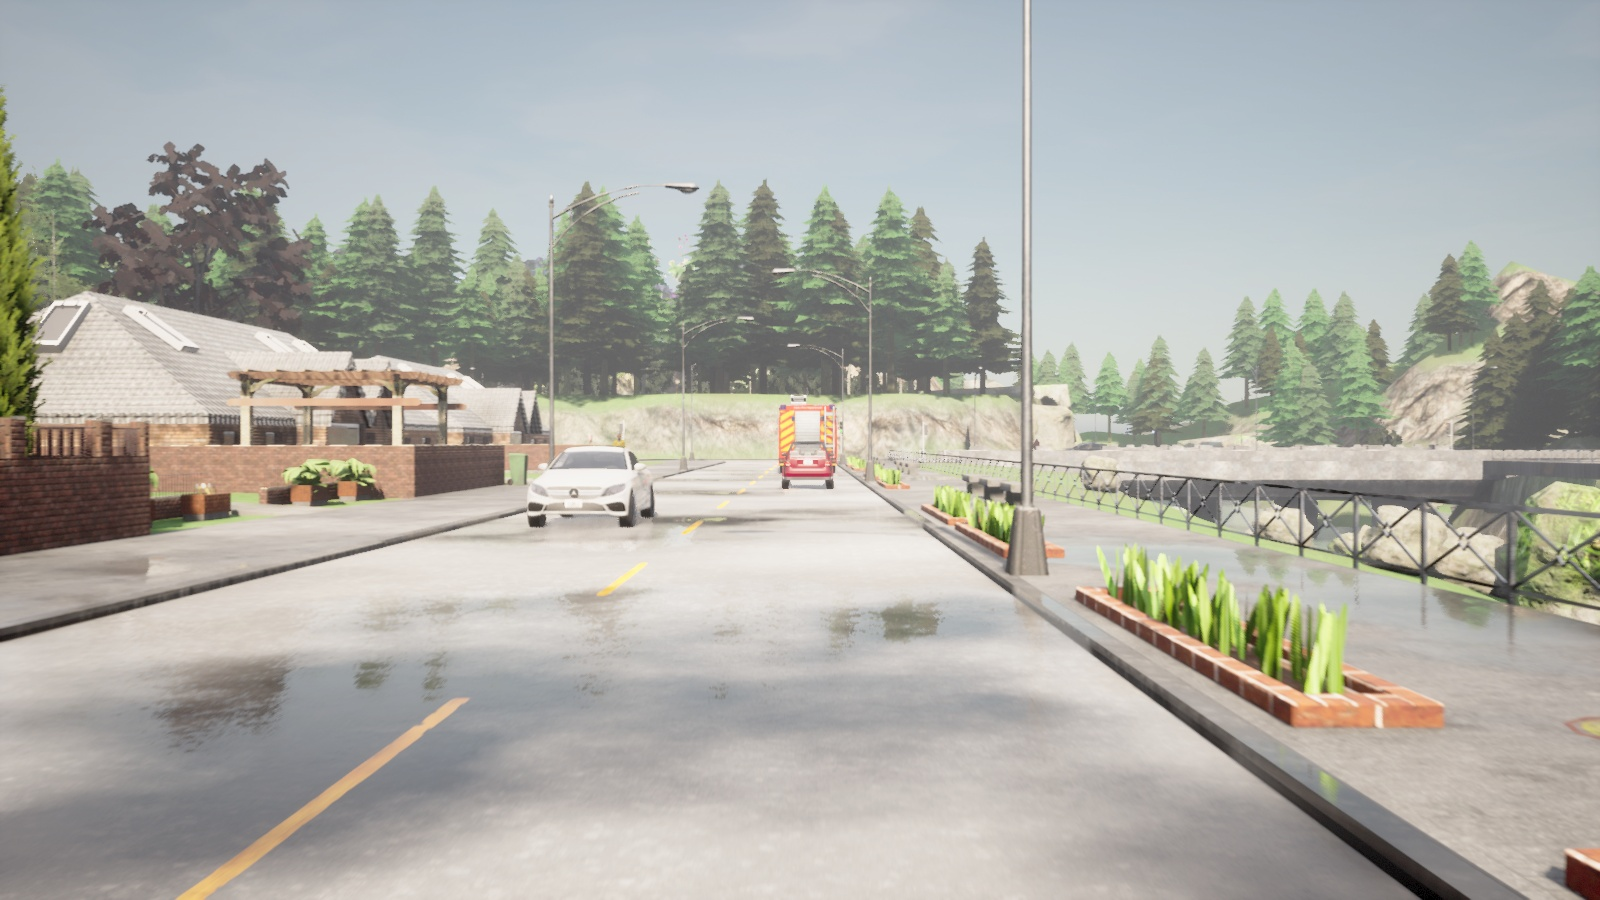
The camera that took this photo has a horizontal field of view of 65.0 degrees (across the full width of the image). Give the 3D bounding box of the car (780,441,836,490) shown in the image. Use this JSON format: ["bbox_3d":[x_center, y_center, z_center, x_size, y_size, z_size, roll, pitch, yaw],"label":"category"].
[{"bbox_3d":[0.258,0.488,42.098,1.789,1.549,3.705,0,0,0],"label":"car"}]

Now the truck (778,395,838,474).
[{"bbox_3d":[0.390,-0.783,64.879,2.891,3.827,8.468,0,0,0],"label":"truck"}]

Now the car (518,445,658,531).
[{"bbox_3d":[-3.850,0.636,23.587,1.812,1.442,4.674,0,0,0],"label":"car"}]
